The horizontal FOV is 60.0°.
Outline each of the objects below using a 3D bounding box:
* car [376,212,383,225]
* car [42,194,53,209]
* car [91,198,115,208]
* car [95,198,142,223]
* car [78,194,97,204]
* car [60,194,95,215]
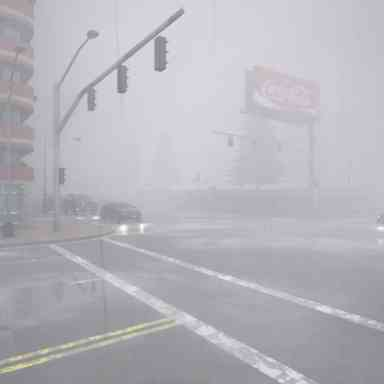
[{"bbox_3d":[15.031,1.556,23.304,5.357,1.411,2.033,0,0,-36],"label":"car"},{"bbox_3d":[-17.757,1.225,42.772,2.150,2.045,5.566,0,0,-35],"label":"car"},{"bbox_3d":[-12.995,1.569,48.457,1.994,1.385,4.181,0,0,-36],"label":"car"},{"bbox_3d":[-5.596,1.508,25.868,1.837,1.490,4.892,0,0,-36],"label":"car"},{"bbox_3d":[-20.364,1.361,64.675,2.097,1.767,4.553,0,0,-36],"label":"car"},{"bbox_3d":[-11.597,1.225,34.202,2.150,2.045,5.566,0,0,-36],"label":"car"}]
